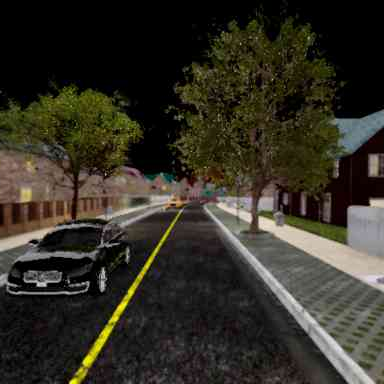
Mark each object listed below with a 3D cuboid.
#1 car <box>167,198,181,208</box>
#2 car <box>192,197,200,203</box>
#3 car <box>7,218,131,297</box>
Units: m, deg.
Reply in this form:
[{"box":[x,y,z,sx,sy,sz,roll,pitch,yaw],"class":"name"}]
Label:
[{"box":[-2.698,1.672,51.411,1.882,1.535,5.008,0,-1,1],"class":"car"},{"box":[1.170,2.124,89.693,1.837,1.490,4.892,0,-1,3],"class":"car"},{"box":[-2.849,1.508,8.727,1.837,1.490,4.892,0,0,0],"class":"car"}]
